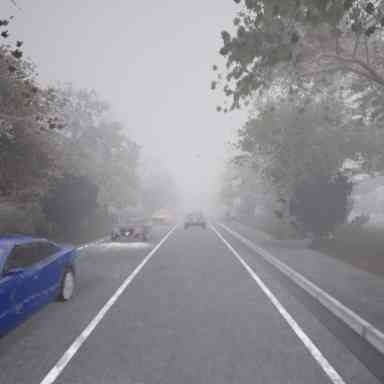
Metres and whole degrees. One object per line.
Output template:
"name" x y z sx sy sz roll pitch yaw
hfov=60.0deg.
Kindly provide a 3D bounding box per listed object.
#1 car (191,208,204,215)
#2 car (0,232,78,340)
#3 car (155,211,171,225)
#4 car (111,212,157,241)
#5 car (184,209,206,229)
"car" 1.381 4.364 75.613 1.837 1.490 4.892 1 -2 14
"car" -3.574 1.537 5.660 1.882 1.535 5.008 0 -1 0
"car" -3.303 2.747 35.942 1.882 1.535 5.008 0 -2 0
"car" -3.477 2.122 19.893 1.994 1.385 4.181 0 -2 0
"car" 0.265 2.532 29.677 2.033 1.411 5.357 0 -2 1
